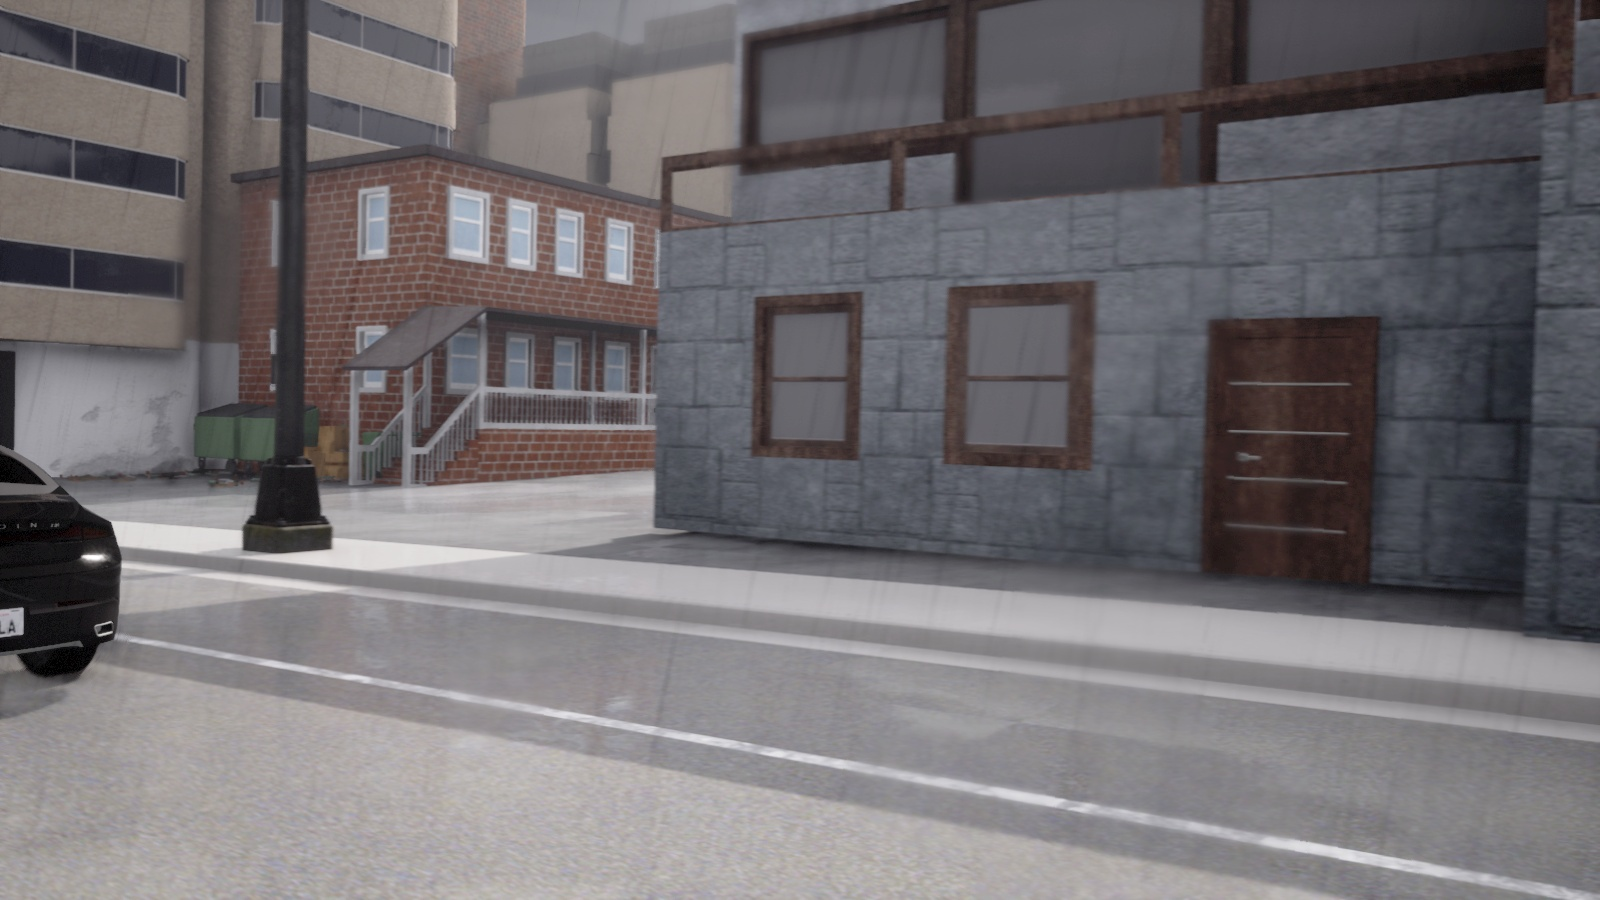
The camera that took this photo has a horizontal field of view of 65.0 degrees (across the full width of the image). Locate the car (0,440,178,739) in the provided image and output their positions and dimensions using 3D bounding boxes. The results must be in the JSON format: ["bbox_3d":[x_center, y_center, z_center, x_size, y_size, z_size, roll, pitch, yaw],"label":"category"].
[{"bbox_3d":[-6.055,0.718,7.647,4.892,1.490,1.837,0,1,34],"label":"car"}]
